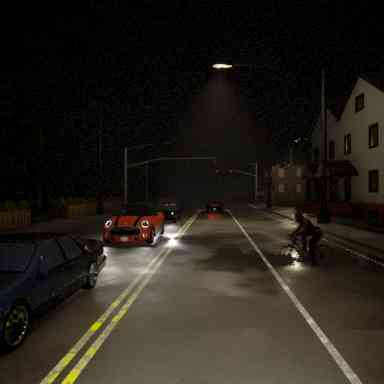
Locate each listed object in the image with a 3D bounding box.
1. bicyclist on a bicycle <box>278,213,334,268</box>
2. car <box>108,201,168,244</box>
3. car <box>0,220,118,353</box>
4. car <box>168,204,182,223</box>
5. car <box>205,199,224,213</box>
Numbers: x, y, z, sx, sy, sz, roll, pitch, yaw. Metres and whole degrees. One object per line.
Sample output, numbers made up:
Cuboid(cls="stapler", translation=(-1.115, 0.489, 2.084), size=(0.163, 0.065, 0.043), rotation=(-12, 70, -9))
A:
Cuboid(cls="bicyclist on a bicycle", translation=(3.367, 1.450, 9.917), size=(1.656, 1.620, 0.582), rotation=(-2, 0, 4))
Cuboid(cls="car", translation=(-2.624, 1.351, 15.889), size=(2.097, 1.767, 4.553), rotation=(0, 0, 4))
Cuboid(cls="car", translation=(-3.266, 1.547, 6.456), size=(2.033, 1.411, 5.357), rotation=(0, 0, 4))
Cuboid(cls="car", translation=(-1.946, 1.600, 25.727), size=(1.895, 1.301, 4.718), rotation=(0, 0, 4))
Cuboid(cls="car", translation=(2.479, 1.503, 36.442), size=(1.837, 1.490, 4.892), rotation=(0, 0, 4))
